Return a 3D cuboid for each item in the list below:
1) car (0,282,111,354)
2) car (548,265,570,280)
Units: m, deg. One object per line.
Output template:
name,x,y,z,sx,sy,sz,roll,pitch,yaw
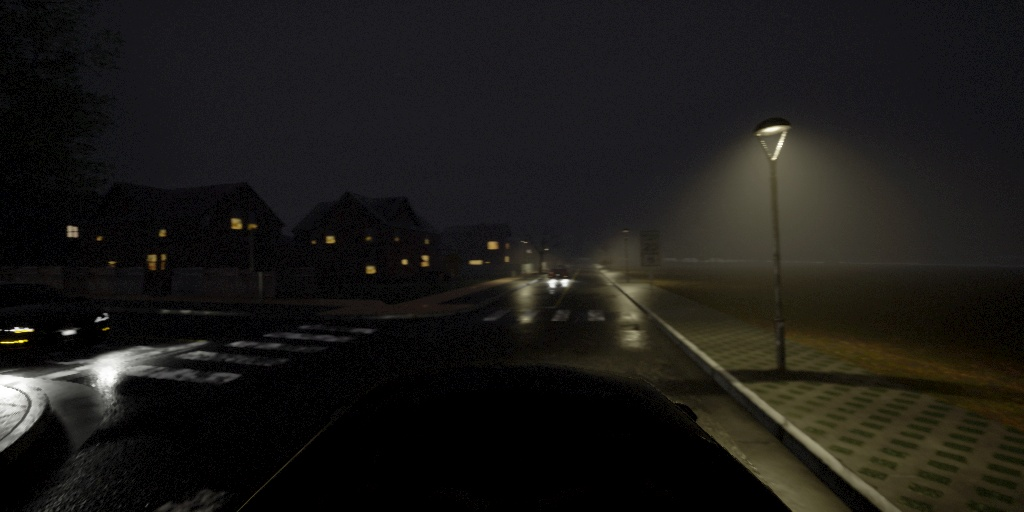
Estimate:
car,-11.639,1.363,8.131,4.892,1.490,1.837,0,0,14
car,4.786,1.650,36.359,1.994,1.385,4.181,-2,-1,12
